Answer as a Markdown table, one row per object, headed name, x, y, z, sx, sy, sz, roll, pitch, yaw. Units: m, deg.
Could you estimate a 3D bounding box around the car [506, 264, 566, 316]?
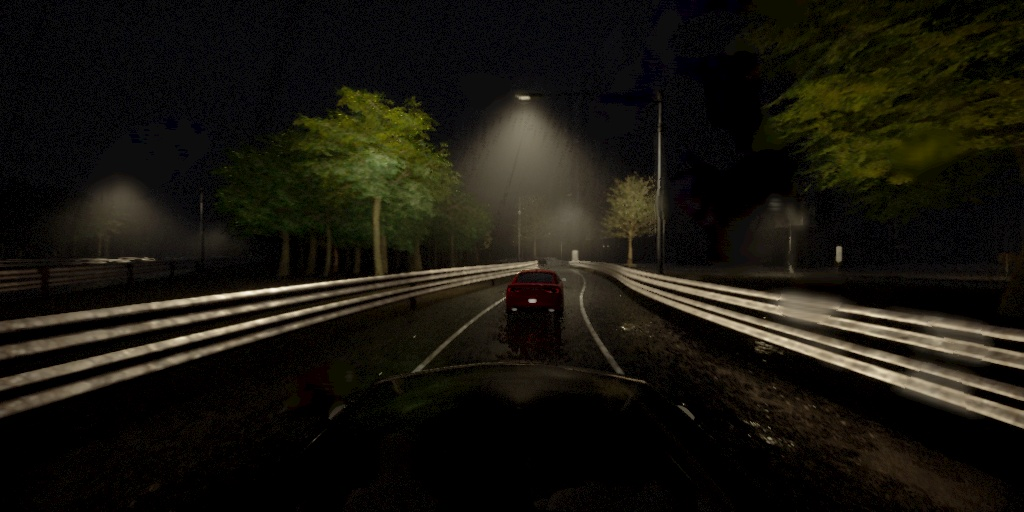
| name | x | y | z | sx | sy | sz | roll | pitch | yaw |
| --- | --- | --- | --- | --- | --- | --- | --- | --- | --- |
| car | 0.998 | 1.250 | 13.540 | 1.882 | 1.535 | 5.008 | 0 | 0 | 8 |
